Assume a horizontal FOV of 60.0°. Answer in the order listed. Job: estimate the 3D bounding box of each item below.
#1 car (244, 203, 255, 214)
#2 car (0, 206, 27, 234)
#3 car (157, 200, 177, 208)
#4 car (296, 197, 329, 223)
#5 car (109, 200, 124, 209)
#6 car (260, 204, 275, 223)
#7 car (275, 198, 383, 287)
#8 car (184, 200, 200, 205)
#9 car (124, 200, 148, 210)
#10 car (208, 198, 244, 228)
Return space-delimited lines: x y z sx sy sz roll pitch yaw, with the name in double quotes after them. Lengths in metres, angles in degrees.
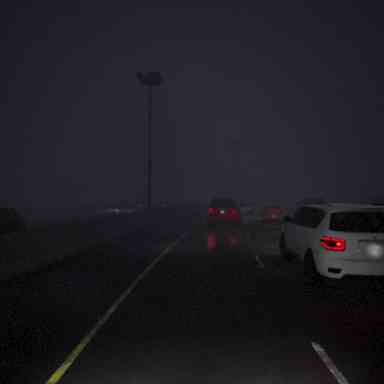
6.709 2.006 41.451 1.895 1.301 4.718 0 -1 17 "car"
-9.637 1.468 15.074 2.097 1.767 4.553 0 -1 7 "car"
-3.950 1.999 53.929 1.837 1.490 4.892 0 -1 21 "car"
10.848 1.533 30.281 2.150 2.045 5.566 0 -1 13 "car"
-11.352 2.024 54.216 2.033 1.411 5.357 0 -1 20 "car"
6.792 1.758 28.092 1.882 1.535 5.008 0 -1 12 "car"
4.077 1.324 9.710 2.150 2.045 5.566 0 -1 4 "car"
0.183 2.077 54.955 1.994 1.385 4.181 0 -1 22 "car"
-8.286 2.068 52.361 1.895 1.301 4.718 0 -1 20 "car"
2.462 1.452 24.334 2.150 2.045 5.566 0 -1 10 "car"
